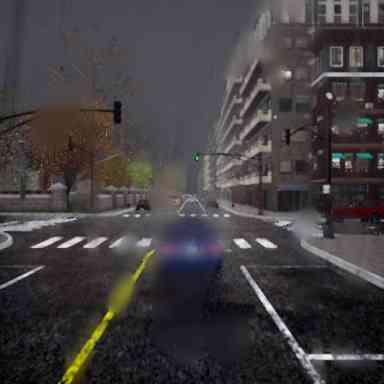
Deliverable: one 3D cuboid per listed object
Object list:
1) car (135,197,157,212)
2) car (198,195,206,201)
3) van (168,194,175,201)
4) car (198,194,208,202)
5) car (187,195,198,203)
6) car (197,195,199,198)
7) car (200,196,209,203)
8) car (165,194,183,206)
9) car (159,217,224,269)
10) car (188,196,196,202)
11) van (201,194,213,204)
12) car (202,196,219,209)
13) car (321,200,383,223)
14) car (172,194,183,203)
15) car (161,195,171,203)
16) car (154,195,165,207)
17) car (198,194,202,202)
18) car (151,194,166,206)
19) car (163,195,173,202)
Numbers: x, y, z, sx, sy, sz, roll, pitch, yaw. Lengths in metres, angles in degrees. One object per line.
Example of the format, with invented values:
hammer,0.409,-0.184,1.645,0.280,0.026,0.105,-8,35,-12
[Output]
car,-5.687,1.587,40.021,1.947,1.339,4.313,0,0,0
car,2.692,1.651,90.693,1.887,1.381,4.507,0,0,0
van,-5.688,1.448,90.693,1.690,1.788,3.998,0,0,0
car,2.694,1.396,79.433,2.192,1.841,5.009,0,0,0
car,0.001,1.657,69.149,1.895,1.301,4.718,0,0,0
car,2.693,1.610,68.173,2.008,1.369,4.403,0,0,0
car,2.693,1.615,73.802,1.887,1.381,4.507,0,0,0
car,-3.071,1.390,54.457,2.097,1.767,4.553,0,0,0
car,-0.121,1.549,11.109,2.033,1.411,5.357,0,0,-3
car,0.002,1.553,79.186,1.895,1.301,4.718,0,0,0
van,2.694,1.374,51.282,1.690,1.788,3.998,0,0,0
car,2.693,1.571,45.651,1.887,1.381,4.507,0,0,0
car,13.467,1.607,27.699,5.009,1.841,2.192,1,-1,-1
car,-2.998,1.408,70.045,2.097,1.767,4.553,0,0,0
car,-5.687,1.511,73.804,1.967,1.590,4.097,0,0,0
car,-5.686,1.559,51.113,1.752,1.417,4.829,0,0,0
car,2.694,1.490,62.543,1.967,1.590,4.097,0,0,0
car,-5.687,1.357,56.913,2.192,1.841,5.009,0,0,0
car,-5.687,1.522,79.433,1.967,1.590,4.097,0,0,0
